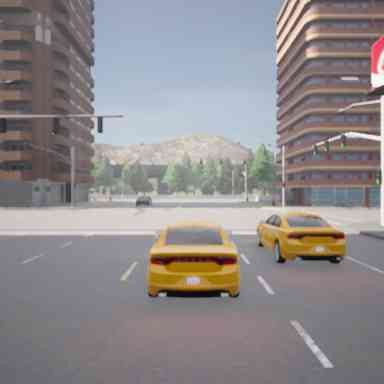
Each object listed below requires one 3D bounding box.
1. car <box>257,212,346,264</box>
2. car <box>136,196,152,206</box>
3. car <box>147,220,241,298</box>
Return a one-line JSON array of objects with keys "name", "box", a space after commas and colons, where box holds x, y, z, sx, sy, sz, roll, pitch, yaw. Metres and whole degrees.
[{"name": "car", "box": [3.567, 1.432, 11.734, 1.882, 1.535, 5.008, 0, 0, 0]}, {"name": "car", "box": [-7.081, 1.289, 49.353, 1.882, 1.535, 5.008, 0, 0, 0]}, {"name": "car", "box": [0.050, 1.445, 8.496, 1.882, 1.535, 5.008, 0, 0, 1]}]
